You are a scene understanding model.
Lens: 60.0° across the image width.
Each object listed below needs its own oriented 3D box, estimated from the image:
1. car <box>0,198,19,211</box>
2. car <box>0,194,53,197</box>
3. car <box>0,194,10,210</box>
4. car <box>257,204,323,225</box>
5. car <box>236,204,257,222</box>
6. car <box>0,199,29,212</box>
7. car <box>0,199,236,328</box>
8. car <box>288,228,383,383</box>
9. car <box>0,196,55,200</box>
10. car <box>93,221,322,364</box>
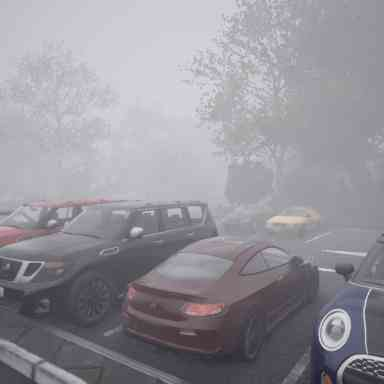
[{"bbox_3d":[-23.645,1.501,39.510,2.097,1.535,5.008,0,0,36],"label":"car"},{"bbox_3d":[-16.962,1.241,34.707,2.435,2.045,5.566,0,0,36],"label":"car"},{"bbox_3d":[-25.926,1.255,41.112,2.435,2.045,5.566,0,0,36],"label":"car"},{"bbox_3d":[5.729,1.481,18.302,1.946,1.575,5.366,0,0,36],"label":"car"},{"bbox_3d":[3.581,1.486,20.072,2.231,1.521,4.892,0,0,36],"label":"car"},{"bbox_3d":[-21.479,1.536,37.966,2.002,1.452,4.674,0,0,36],"label":"car"},{"bbox_3d":[-1.459,1.232,7.556,2.435,2.045,5.566,0,0,36],"label":"car"},{"bbox_3d":[3.137,1.356,4.345,2.185,1.767,4.553,0,0,36],"label":"car"},{"bbox_3d":[-3.740,1.232,9.185,2.435,2.045,5.566,0,0,36],"label":"car"},{"bbox_3d":[0.837,1.522,5.947,2.002,1.452,4.674,0,0,36],"label":"car"}]
